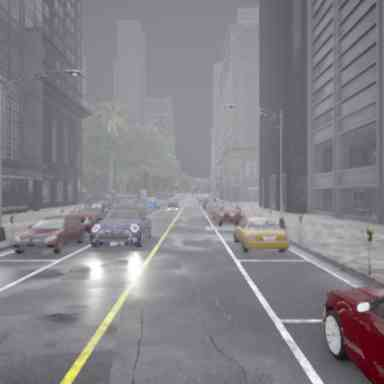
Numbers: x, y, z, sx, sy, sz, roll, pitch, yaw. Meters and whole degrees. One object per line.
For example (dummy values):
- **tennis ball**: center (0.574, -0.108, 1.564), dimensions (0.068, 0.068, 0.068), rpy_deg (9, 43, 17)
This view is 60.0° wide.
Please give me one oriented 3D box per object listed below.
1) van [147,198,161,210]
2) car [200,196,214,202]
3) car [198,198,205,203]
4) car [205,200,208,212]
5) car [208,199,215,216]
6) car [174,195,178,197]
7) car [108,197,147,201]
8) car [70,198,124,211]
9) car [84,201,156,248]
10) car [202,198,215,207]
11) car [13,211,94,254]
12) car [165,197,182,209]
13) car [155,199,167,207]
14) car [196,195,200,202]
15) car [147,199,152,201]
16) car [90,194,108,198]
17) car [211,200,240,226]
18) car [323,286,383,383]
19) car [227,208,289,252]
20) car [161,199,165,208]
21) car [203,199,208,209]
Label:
- **van**: center (-5.772, 1.697, 46.546), dimensions (1.690, 1.788, 3.998), rpy_deg (0, 0, 0)
- **car**: center (2.753, 1.714, 51.958), dimensions (2.192, 1.841, 5.009), rpy_deg (0, 0, 0)
- **car**: center (2.749, 2.283, 94.662), dimensions (1.947, 1.339, 4.313), rpy_deg (0, 0, 0)
- **car**: center (2.754, 1.816, 35.681), dimensions (1.887, 1.381, 4.507), rpy_deg (0, 0, 0)
- **car**: center (2.756, 1.668, 30.257), dimensions (1.967, 1.590, 4.097), rpy_deg (0, 0, 0)
- **car**: center (-5.776, 2.267, 94.681), dimensions (2.008, 1.369, 4.403), rpy_deg (0, 0, 0)
- **car**: center (-5.770, 1.542, 30.269), dimensions (2.192, 1.841, 5.009), rpy_deg (0, 0, 0)
- **car**: center (-5.768, 1.459, 19.417), dimensions (2.192, 1.841, 5.009), rpy_deg (0, 0, 0)
- **car**: center (-3.101, 1.465, 15.348), dimensions (2.097, 1.767, 4.553), rpy_deg (0, 0, 0)
- **car**: center (2.754, 1.883, 46.701), dimensions (1.752, 1.417, 4.829), rpy_deg (0, 0, 0)
- **car**: center (-5.767, 1.685, 13.990), dimensions (1.802, 1.307, 4.206), rpy_deg (0, 0, 0)
- **car**: center (-3.059, 1.963, 54.182), dimensions (2.033, 1.411, 5.357), rpy_deg (0, 0, 1)
- **car**: center (-5.773, 2.064, 62.823), dimensions (1.802, 1.307, 4.206), rpy_deg (0, 0, 0)
- **car**: center (2.750, 2.244, 89.242), dimensions (1.947, 1.339, 4.313), rpy_deg (0, 0, 0)
- **car**: center (-5.770, 1.815, 35.693), dimensions (1.887, 1.381, 4.507), rpy_deg (0, 0, 0)
- **car**: center (-20.026, 1.486, 74.353), dimensions (5.566, 2.045, 2.150), rpy_deg (1, 0, 0)
- **car**: center (2.756, 1.626, 24.832), dimensions (1.967, 1.590, 4.097), rpy_deg (0, 0, 0)
- **car**: center (2.760, 1.569, 3.132), dimensions (1.887, 1.381, 4.507), rpy_deg (0, 0, 0)
- **car**: center (2.758, 1.630, 14.152), dimensions (1.752, 1.417, 4.829), rpy_deg (0, 0, 0)
- **car**: center (-5.772, 1.839, 51.972), dimensions (1.967, 1.590, 4.097), rpy_deg (0, 0, 0)
- **car**: center (2.755, 1.865, 41.106), dimensions (2.008, 1.369, 4.403), rpy_deg (0, 0, 0)
